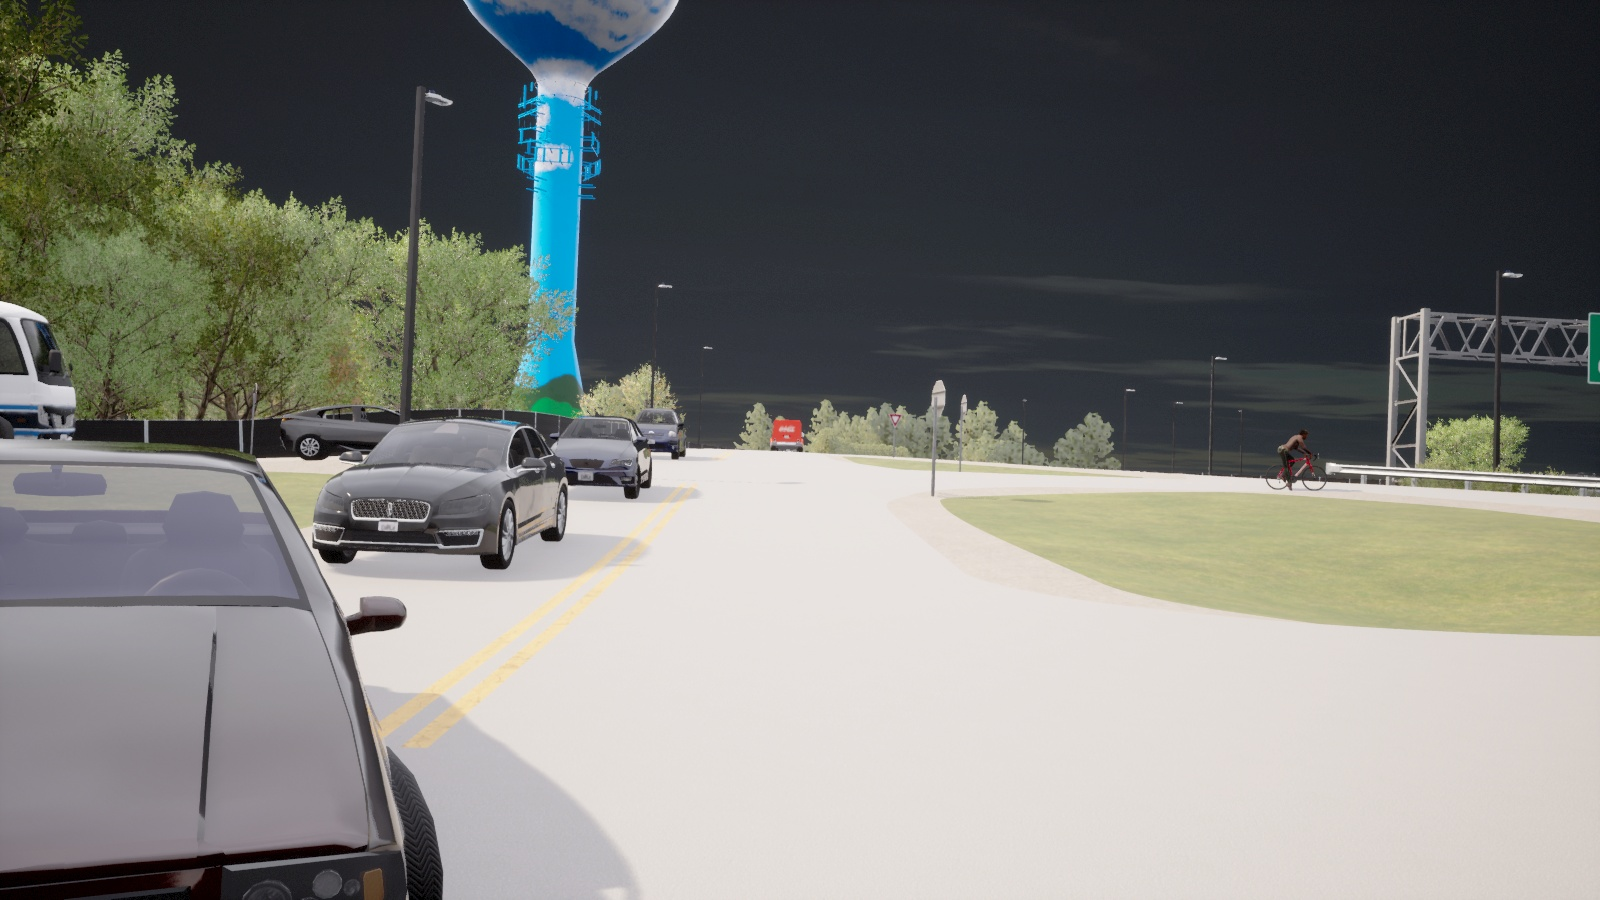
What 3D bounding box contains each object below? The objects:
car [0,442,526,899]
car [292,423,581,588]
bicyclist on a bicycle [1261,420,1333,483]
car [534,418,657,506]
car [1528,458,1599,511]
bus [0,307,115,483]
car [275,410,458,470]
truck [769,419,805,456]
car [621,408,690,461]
[{"bbox_3d":[-2.554,0.719,4.461,2.033,1.411,5.357,1,1,-24],"label":"car"},{"bbox_3d":[-3.831,0.468,14.197,1.837,1.490,4.892,1,2,0],"label":"car"},{"bbox_3d":[13.156,0.035,33.266,1.656,1.620,0.582,1,1,0],"label":"bicyclist on a bicycle"},{"bbox_3d":[-3.842,0.155,24.277,1.816,1.474,4.193,1,2,-2],"label":"car"},{"bbox_3d":[28.985,1.260,45.950,1.932,1.855,4.605,1,-1,-1],"label":"car"},{"bbox_3d":[-23.274,-1.375,31.336,10.273,4.253,3.944,0,1,-18],"label":"bus"},{"bbox_3d":[-11.633,-0.289,34.010,4.514,1.525,2.007,-1,0,-14],"label":"car"},{"bbox_3d":[-0.985,-0.927,99.332,2.627,2.467,5.204,1,-4,1],"label":"truck"},{"bbox_3d":[-4.686,-0.516,41.172,1.851,1.617,3.988,1,1,-1],"label":"car"}]
